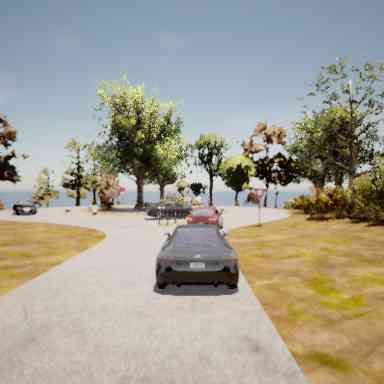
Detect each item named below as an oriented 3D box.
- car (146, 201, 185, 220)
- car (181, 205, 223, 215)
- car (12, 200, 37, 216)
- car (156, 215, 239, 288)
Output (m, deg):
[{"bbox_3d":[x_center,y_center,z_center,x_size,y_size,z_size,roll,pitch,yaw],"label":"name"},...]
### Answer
[{"bbox_3d":[-1.517,1.556,28.620,4.892,1.490,1.837,0,1,-13],"label":"car"},{"bbox_3d":[0.798,1.559,19.389,1.812,1.442,4.674,0,0,9],"label":"car"},{"bbox_3d":[-17.174,1.550,34.013,2.128,1.511,4.902,0,0,-33],"label":"car"},{"bbox_3d":[0.132,1.580,9.321,1.994,1.385,4.181,0,0,0],"label":"car"}]
